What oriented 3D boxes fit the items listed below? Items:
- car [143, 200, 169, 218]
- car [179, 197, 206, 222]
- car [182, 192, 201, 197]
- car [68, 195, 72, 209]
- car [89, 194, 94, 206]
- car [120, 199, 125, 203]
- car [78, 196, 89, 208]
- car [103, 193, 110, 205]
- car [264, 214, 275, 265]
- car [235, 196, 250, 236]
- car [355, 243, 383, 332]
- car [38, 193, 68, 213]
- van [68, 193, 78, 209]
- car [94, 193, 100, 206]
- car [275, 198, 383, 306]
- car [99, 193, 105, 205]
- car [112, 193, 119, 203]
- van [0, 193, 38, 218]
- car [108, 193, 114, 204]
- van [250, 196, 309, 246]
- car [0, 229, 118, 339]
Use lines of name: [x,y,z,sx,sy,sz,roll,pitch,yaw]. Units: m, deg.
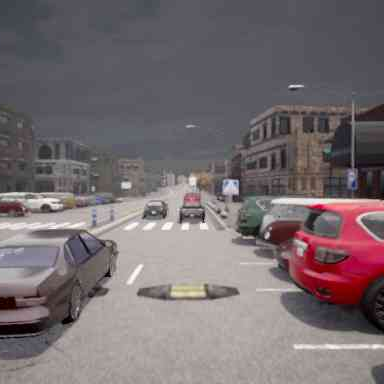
car: [-2.990,1.405,28.186,1.812,1.442,4.674,0,0,0]
car: [0.017,1.391,25.150,2.128,1.511,4.902,0,0,0]
car: [-0.028,1.038,42.770,2.150,2.045,5.566,0,0,0]
car: [-16.124,1.364,36.373,4.674,1.452,2.002,0,0,0]
car: [-16.162,1.347,44.640,4.792,1.488,2.163,0,0,0]
car: [-16.196,1.457,66.689,5.366,1.575,1.946,0,-1,0]
car: [-16.174,1.316,41.884,5.008,1.535,2.097,0,0,0]
car: [-16.259,1.344,52.908,5.008,1.535,2.097,0,0,0]
car: [4.642,1.491,8.925,4.792,1.488,2.163,0,0,0]
car: [4.676,1.189,14.608,5.566,2.045,2.435,0,0,0]
car: [4.687,1.476,3.371,4.892,1.521,2.231,0,0,0]
car: [-16.069,1.082,33.613,5.566,2.045,2.435,0,0,0]
van: [-16.261,1.092,39.248,4.442,1.987,1.878,0,0,0]
car: [-16.223,1.324,47.396,4.892,1.521,2.231,0,0,0]
car: [4.709,1.218,6.271,5.566,2.045,2.435,0,0,0]
car: [-16.245,1.333,50.152,4.892,1.521,2.231,0,0,0]
car: [-16.340,1.128,58.422,5.566,2.045,2.435,0,0,0]
van: [-15.933,1.137,28.103,4.442,1.987,1.878,0,0,0]
car: [-16.292,1.360,55.664,5.008,1.535,2.097,0,0,0]
van: [4.541,1.226,11.830,4.442,1.987,1.878,0,0,0]
car: [-2.927,1.508,7.006,2.033,1.411,5.357,-1,1,-2]
